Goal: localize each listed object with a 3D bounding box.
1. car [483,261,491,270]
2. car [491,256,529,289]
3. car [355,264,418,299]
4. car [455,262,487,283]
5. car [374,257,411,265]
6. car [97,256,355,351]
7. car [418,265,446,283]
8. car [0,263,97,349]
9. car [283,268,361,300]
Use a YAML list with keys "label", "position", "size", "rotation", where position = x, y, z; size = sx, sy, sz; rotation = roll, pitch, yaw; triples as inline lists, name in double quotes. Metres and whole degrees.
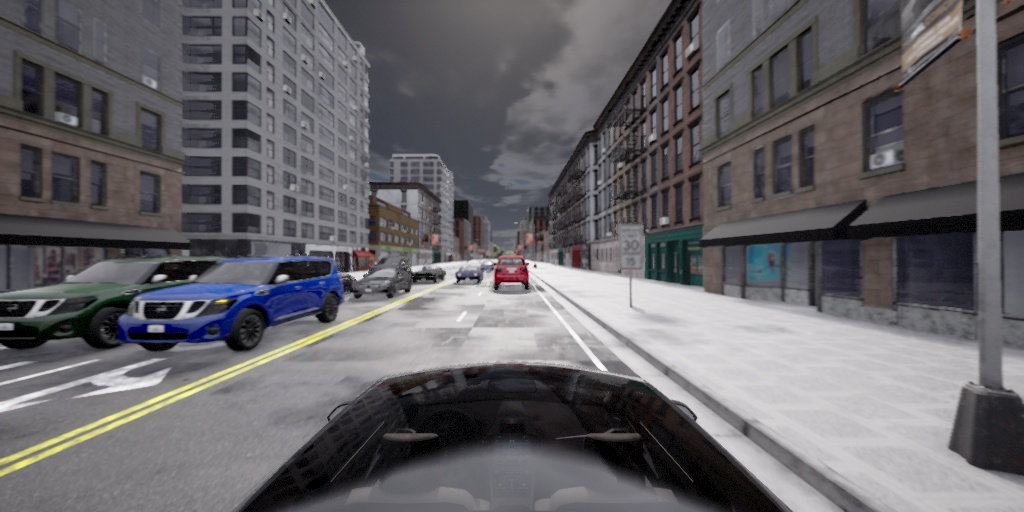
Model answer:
- label: "car"
  position: [-3.472, 1.430, 50.503]
  size: [2.033, 1.411, 5.357]
  rotation: [0, 0, 0]
- label: "car"
  position: [-0.033, 1.029, 23.845]
  size: [2.150, 2.045, 5.566]
  rotation: [0, 0, 0]
- label: "car"
  position: [-6.667, 1.347, 18.996]
  size: [1.812, 1.442, 4.674]
  rotation: [0, 0, 0]
- label: "car"
  position: [-3.318, 1.433, 28.972]
  size: [1.895, 1.301, 4.718]
  rotation: [0, 0, 0]
- label: "car"
  position: [-9.924, 1.081, 29.810]
  size: [2.150, 2.045, 5.566]
  rotation: [0, 0, 0]
- label: "car"
  position: [-6.600, 1.018, 9.480]
  size: [2.150, 2.045, 5.566]
  rotation: [0, 0, 1]
- label: "car"
  position: [-6.668, 1.447, 29.208]
  size: [1.895, 1.301, 4.718]
  rotation: [0, 0, 0]
- label: "car"
  position: [-9.878, 1.031, 9.747]
  size: [2.150, 2.045, 5.566]
  rotation: [0, 0, 0]
- label: "car"
  position: [-9.921, 1.398, 19.152]
  size: [1.994, 1.385, 4.181]
  rotation: [0, 0, 0]
